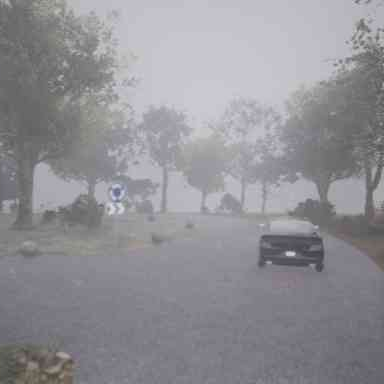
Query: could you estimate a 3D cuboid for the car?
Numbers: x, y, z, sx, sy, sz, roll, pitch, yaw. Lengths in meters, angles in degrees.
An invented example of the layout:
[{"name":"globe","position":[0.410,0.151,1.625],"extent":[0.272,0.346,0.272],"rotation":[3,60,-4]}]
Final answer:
[{"name":"car","position":[3.346,1.578,11.559],"extent":[1.882,1.535,5.008],"rotation":[1,0,15]}]
